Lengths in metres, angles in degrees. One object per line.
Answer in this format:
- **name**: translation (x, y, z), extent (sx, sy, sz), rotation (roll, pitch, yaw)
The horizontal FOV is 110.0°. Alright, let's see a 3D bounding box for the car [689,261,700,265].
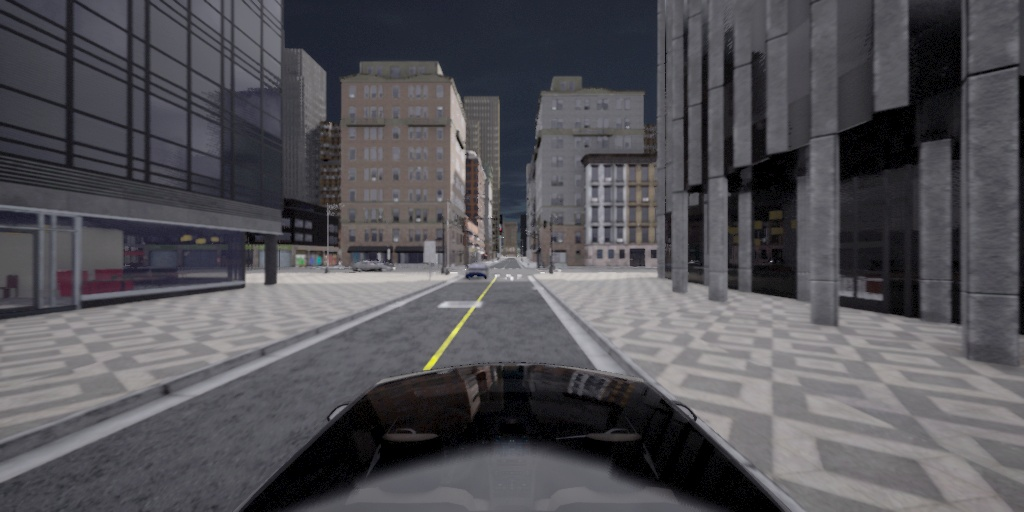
- **car**: translation (22.057, 1.266, 41.858), extent (4.674, 1.442, 1.812), rotation (0, 0, 0)

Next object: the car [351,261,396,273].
- **car**: translation (-16.196, 1.308, 41.970), extent (4.902, 1.511, 2.128), rotation (1, 0, 0)

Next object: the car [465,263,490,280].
- **car**: translation (-3.008, 1.308, 32.177), extent (2.033, 1.411, 5.357), rotation (0, 0, 0)

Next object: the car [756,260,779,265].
- **car**: translation (37.733, 1.250, 51.602), extent (4.674, 1.442, 1.812), rotation (0, 0, 1)

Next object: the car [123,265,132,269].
- **car**: translation (-47.343, 1.334, 42.067), extent (4.674, 1.442, 1.812), rotation (1, 0, 0)
